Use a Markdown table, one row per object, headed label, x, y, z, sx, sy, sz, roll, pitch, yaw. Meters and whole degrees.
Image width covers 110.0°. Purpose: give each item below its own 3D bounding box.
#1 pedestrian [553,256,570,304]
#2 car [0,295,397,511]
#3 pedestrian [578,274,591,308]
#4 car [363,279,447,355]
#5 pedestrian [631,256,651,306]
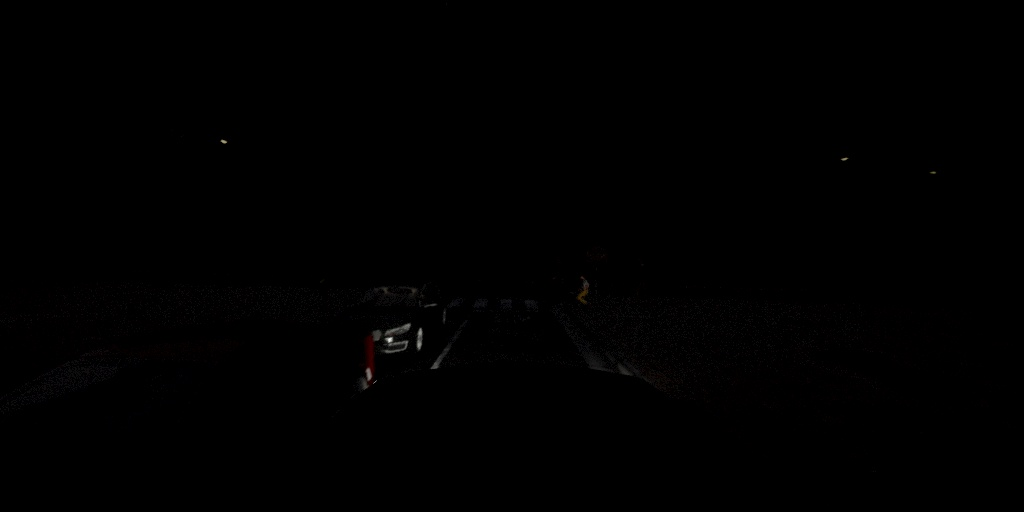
| label | x | y | z | sx | sy | sz | roll | pitch | yaw |
| --- | --- | --- | --- | --- | --- | --- | --- | --- | --- |
| pedestrian | 1.849 | 0.836 | 13.367 | 0.375 | 1.860 | 0.375 | 1 | 0 | 0 |
| car | -2.636 | 1.288 | 2.892 | 1.888 | 1.381 | 4.507 | 0 | 0 | 0 |
| pedestrian | 2.488 | 1.111 | 12.166 | 0.375 | 1.300 | 0.375 | 1 | 0 | 0 |
| car | -2.634 | 1.261 | 8.434 | 2.007 | 1.370 | 4.403 | 0 | 0 | 0 |
| pedestrian | 4.599 | 0.853 | 12.766 | 0.375 | 1.860 | 0.375 | 1 | 0 | 0 |
